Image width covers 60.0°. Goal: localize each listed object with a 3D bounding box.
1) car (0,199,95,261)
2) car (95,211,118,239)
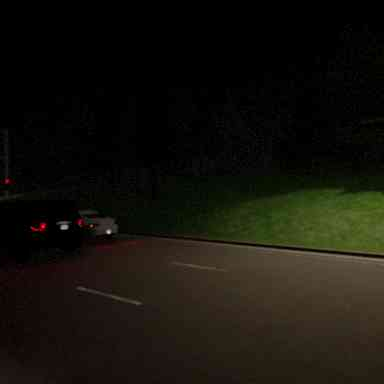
[{"bbox_3d":[-6.506,1.306,12.873,5.566,2.045,2.150,0,0,36],"label":"car"},{"bbox_3d":[-5.694,1.621,16.607,4.674,1.442,1.812,-1,0,36],"label":"car"}]
